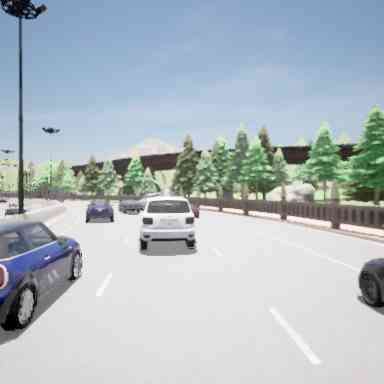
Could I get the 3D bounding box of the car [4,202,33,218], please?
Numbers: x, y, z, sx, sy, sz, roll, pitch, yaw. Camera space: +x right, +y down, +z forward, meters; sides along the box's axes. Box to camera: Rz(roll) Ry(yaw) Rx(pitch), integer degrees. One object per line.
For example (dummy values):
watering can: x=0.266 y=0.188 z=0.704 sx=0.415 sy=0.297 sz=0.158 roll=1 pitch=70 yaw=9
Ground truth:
car: x=-16.565 y=1.658 z=31.953 sx=1.895 sy=1.301 sz=4.718 roll=0 pitch=0 yaw=-20

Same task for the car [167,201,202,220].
car: x=-0.752 y=1.561 z=29.498 sx=1.994 sy=1.385 sz=4.181 roll=0 pitch=0 yaw=-17

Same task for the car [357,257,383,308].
car: x=4.414 y=1.509 z=4.974 sx=1.812 sy=1.442 sz=4.674 roll=0 pitch=0 yaw=-3

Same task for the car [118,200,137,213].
car: x=-6.967 y=1.567 z=36.805 sx=2.033 sy=1.411 sz=5.357 roll=0 pitch=0 yaw=-21

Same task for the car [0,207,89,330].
car: x=-3.871 y=1.365 z=7.022 sx=2.097 sy=1.767 sz=4.553 roll=0 pitch=0 yaw=-4

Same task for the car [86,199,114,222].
car: x=-7.455 y=1.375 z=26.976 sx=2.097 sy=1.767 sz=4.553 roll=0 pitch=0 yaw=-15

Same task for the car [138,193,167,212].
car: x=-5.040 y=1.237 z=41.603 sx=2.150 sy=2.045 sz=5.566 roll=0 pitch=0 yaw=-24

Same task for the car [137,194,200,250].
car: x=-1.192 y=1.223 z=14.694 sx=2.150 sy=2.045 sz=5.566 roll=0 pitch=0 yaw=-8
